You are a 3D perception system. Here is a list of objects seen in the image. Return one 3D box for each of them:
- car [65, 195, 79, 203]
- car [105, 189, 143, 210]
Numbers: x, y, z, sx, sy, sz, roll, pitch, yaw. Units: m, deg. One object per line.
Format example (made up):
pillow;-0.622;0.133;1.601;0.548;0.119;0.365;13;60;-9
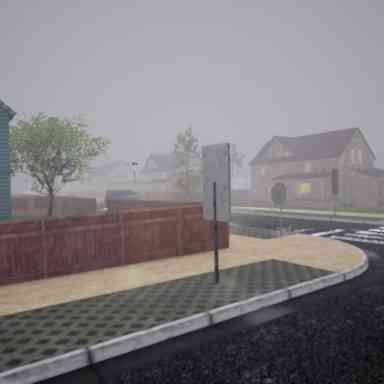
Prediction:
car;-17.288;1.066;47.834;1.994;1.385;4.181;-2;1;-36
car;-6.805;0.749;33.015;2.150;2.045;5.566;-2;2;-36
